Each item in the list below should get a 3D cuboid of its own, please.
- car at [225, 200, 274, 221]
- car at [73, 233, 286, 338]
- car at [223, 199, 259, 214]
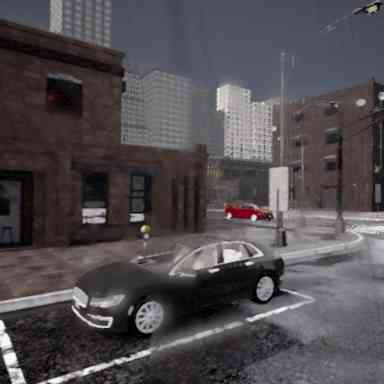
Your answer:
[{"bbox_3d":[4.489,1.579,26.472,1.887,1.381,4.507,1,-1,-35],"label":"car"},{"bbox_3d":[-0.024,1.544,6.525,4.403,1.369,2.008,0,1,-35],"label":"car"},{"bbox_3d":[5.782,1.706,39.701,1.967,1.590,4.097,1,-1,-35],"label":"car"}]
